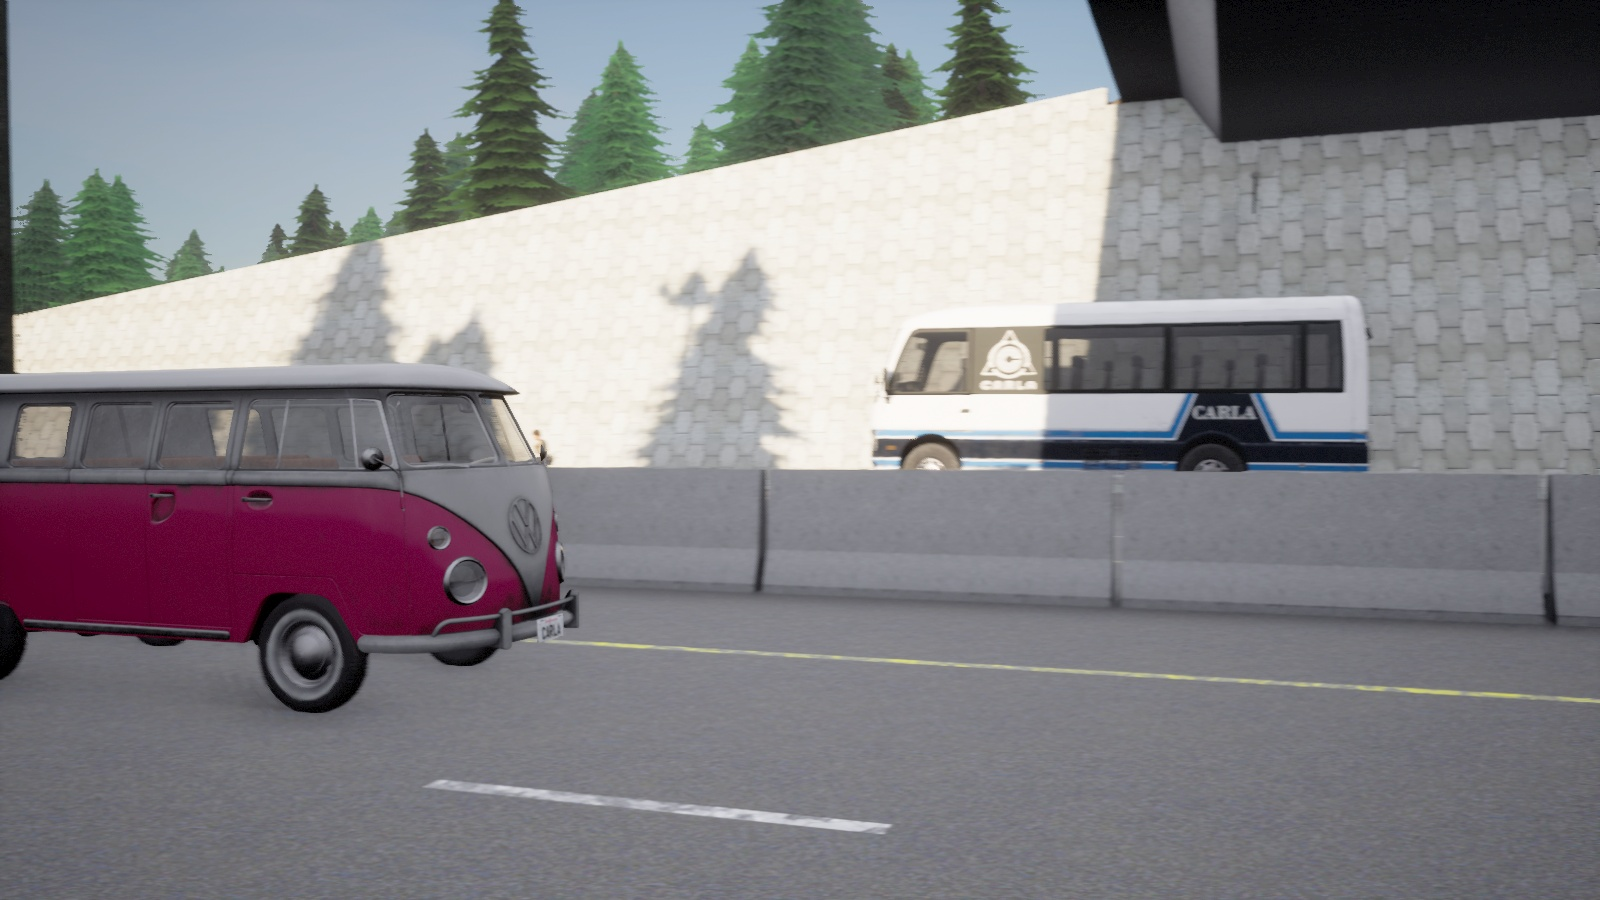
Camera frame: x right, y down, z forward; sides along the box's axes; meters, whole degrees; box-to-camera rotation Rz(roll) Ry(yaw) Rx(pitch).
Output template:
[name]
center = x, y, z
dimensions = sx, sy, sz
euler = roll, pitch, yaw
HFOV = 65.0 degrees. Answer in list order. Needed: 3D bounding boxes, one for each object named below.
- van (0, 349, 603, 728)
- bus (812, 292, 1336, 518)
[van]
center = -3.688, 0.435, 8.123
dimensions = 4.442, 1.987, 1.775
euler = 1, 1, 19
[bus]
center = 5.775, -0.962, 27.077
dimensions = 10.273, 4.253, 3.944
euler = 1, 1, 19
